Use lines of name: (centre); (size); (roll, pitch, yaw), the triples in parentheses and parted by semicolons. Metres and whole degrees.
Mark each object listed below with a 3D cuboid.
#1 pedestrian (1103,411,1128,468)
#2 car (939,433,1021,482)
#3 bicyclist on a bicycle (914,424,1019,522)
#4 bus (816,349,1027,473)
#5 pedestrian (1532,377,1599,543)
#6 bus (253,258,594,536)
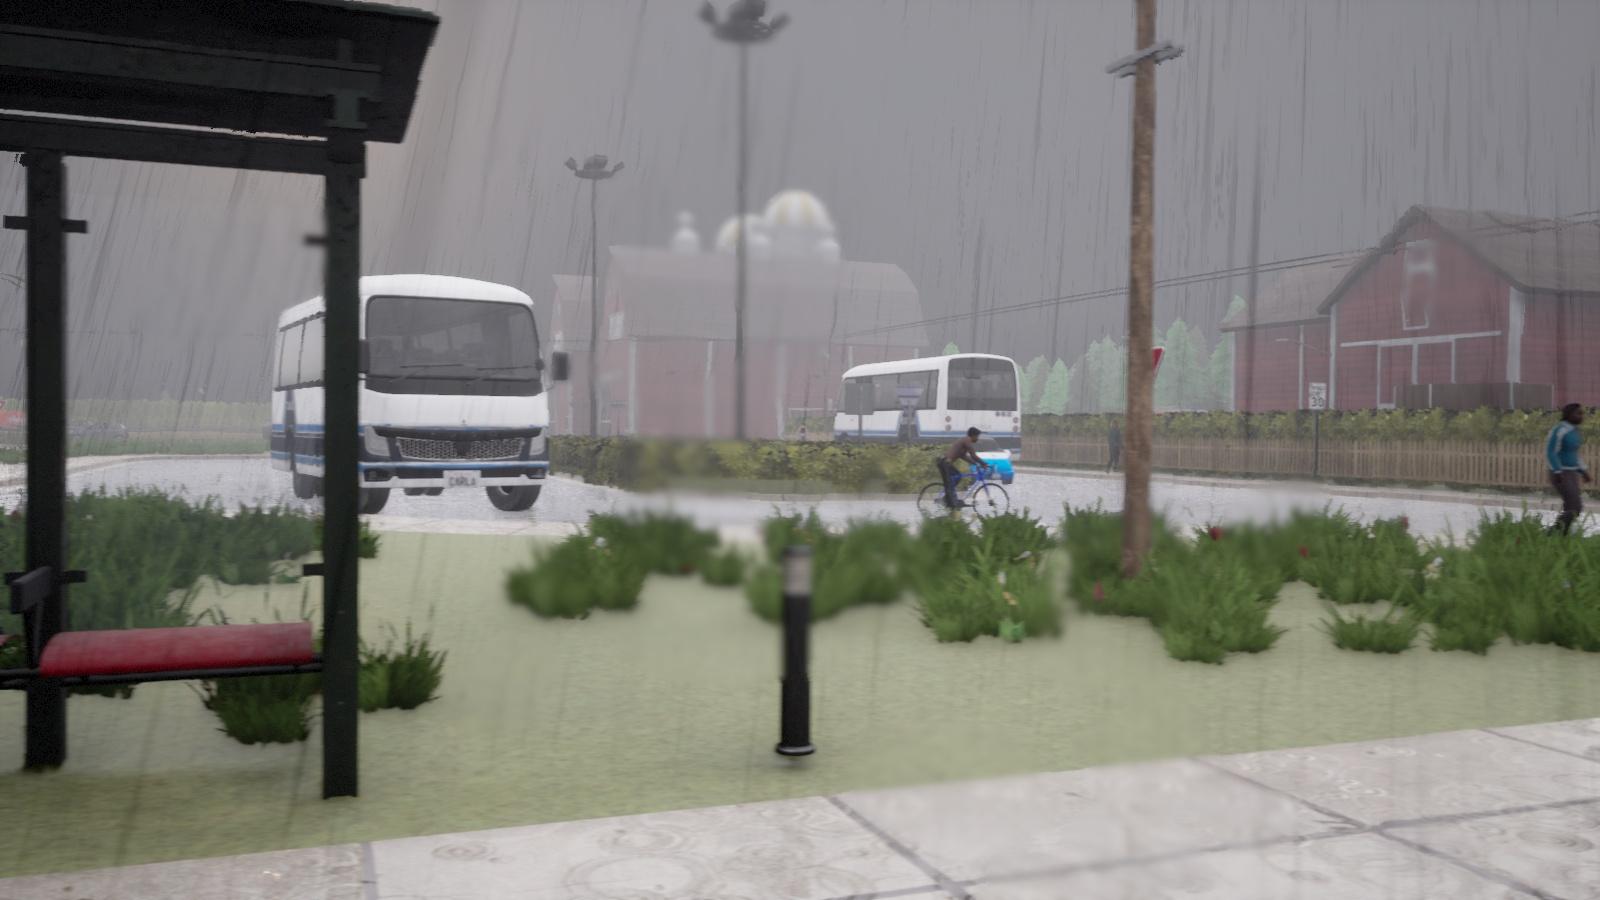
pedestrian: (10.798, -0.365, 43.025); (0.423, 1.949, 0.788); (-1, 1, -24)
car: (5.247, 0.197, 36.768); (1.481, 1.376, 2.207); (-1, 1, -21)
bicyclist on a bicycle: (2.824, 0.373, 21.333); (1.656, 1.620, 0.582); (-1, 1, -12)
bus: (4.374, -1.419, 48.688); (3.944, 4.253, 10.273); (-1, 1, -21)
pedestrian: (9.219, 0.108, 15.021); (0.396, 1.930, 0.692); (-1, 1, -28)
bus: (-7.853, -0.895, 24.665); (3.944, 4.253, 10.273); (-1, 1, -31)
